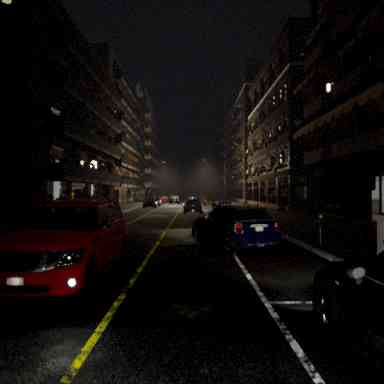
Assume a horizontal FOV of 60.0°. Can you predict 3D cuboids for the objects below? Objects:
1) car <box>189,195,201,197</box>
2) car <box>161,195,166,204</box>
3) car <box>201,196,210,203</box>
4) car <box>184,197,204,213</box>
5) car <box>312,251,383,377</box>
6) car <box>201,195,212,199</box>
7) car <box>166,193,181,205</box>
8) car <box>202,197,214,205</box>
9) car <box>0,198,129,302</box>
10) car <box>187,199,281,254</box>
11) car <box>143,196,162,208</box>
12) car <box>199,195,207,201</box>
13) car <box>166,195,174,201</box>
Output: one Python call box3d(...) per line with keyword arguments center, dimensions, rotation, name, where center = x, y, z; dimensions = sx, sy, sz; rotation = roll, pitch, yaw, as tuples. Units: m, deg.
box3d(center=(0.113, 1.436, 53.956), dimensions=(2.128, 1.511, 4.902), rotation=(0, 0, 0), name="car")
box3d(center=(-5.669, 1.500, 51.313), dimensions=(2.008, 1.369, 4.403), rotation=(0, 0, 0), name="car")
box3d(center=(2.719, 1.513, 68.214), dimensions=(1.802, 1.307, 4.206), rotation=(0, 0, 0), name="car")
box3d(center=(0.104, 1.566, 35.639), dimensions=(1.895, 1.301, 4.718), rotation=(0, 0, 0), name="car")
box3d(center=(3.114, 1.349, 3.909), dimensions=(2.097, 1.767, 4.553), rotation=(0, 0, 0), name="car")
box3d(center=(2.713, 1.474, 51.475), dimensions=(1.752, 1.417, 4.829), rotation=(0, 0, 0), name="car")
box3d(center=(-2.995, 1.434, 58.640), dimensions=(2.128, 1.511, 4.902), rotation=(0, 0, 0), name="car")
box3d(center=(2.714, 1.509, 56.941), dimensions=(1.947, 1.339, 4.313), rotation=(0, 0, 0), name="car")
box3d(center=(-3.096, 1.214, 8.600), dimensions=(2.150, 2.045, 5.566), rotation=(0, 0, 0), name="car")
box3d(center=(1.641, 1.338, 13.788), dimensions=(2.097, 1.767, 4.553), rotation=(0, 0, -20), name="car")
box3d(center=(-5.671, 1.506, 45.676), dimensions=(2.008, 1.369, 4.403), rotation=(0, 0, 0), name="car")
box3d(center=(2.726, 1.495, 85.123), dimensions=(1.802, 1.307, 4.206), rotation=(0, 0, 0), name="car")
box3d(center=(-5.655, 1.438, 84.959), dimensions=(1.752, 1.417, 4.829), rotation=(0, 0, 0), name="car")
